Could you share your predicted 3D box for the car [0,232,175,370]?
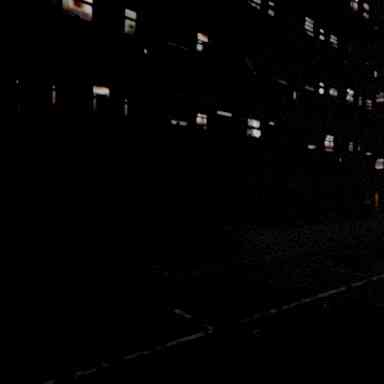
[{"bbox_3d":[-2.355,1.447,4.899,4.097,1.590,1.967,0,1,-36],"label":"car"}]
